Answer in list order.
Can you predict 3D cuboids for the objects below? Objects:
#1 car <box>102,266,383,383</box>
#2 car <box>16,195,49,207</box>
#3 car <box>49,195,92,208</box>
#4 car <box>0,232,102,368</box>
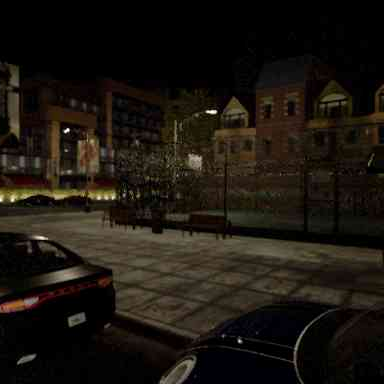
[{"bbox_3d":[1.862,1.359,1.984,4.553,1.767,2.185,1,0,35],"label":"car"},{"bbox_3d":[-19.633,1.112,42.014,1.837,1.490,4.892,1,0,35],"label":"car"},{"bbox_3d":[-15.087,1.119,42.423,1.882,1.535,5.008,1,0,35],"label":"car"},{"bbox_3d":[-3.466,1.422,5.579,5.008,1.535,2.097,1,0,35],"label":"car"}]
